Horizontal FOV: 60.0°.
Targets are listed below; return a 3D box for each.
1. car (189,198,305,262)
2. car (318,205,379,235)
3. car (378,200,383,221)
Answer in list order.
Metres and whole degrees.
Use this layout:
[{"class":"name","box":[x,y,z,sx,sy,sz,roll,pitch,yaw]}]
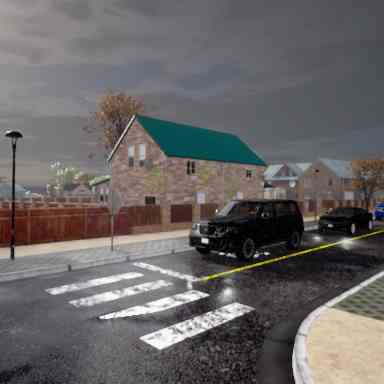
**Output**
[{"class":"car","box":[2.361,1.290,13.005,2.150,2.045,5.566,1,0,44]},{"class":"car","box":[9.426,1.624,20.272,1.882,1.535,5.008,1,0,44]},{"class":"car","box":[17.601,1.458,28.657,2.150,2.045,5.566,1,0,44]}]
